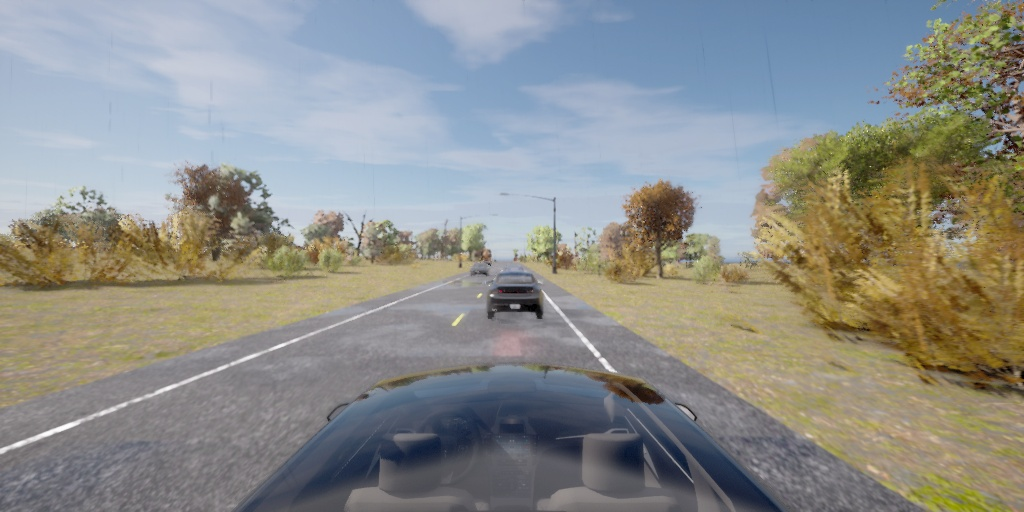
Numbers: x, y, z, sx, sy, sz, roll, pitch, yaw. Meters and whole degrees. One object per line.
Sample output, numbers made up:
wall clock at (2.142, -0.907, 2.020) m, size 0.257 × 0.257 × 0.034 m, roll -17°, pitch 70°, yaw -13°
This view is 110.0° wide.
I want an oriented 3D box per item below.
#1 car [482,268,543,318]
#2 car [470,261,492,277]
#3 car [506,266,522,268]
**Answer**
car at (0.108, 1.323, 13.258) m, size 1.837 × 1.490 × 4.892 m, roll 0°, pitch -1°, yaw 0°
car at (-3.512, 1.496, 39.712) m, size 1.837 × 1.490 × 4.892 m, roll 0°, pitch -1°, yaw 0°
car at (0.142, 1.459, 27.660) m, size 2.033 × 1.411 × 5.357 m, roll 0°, pitch 0°, yaw 0°
